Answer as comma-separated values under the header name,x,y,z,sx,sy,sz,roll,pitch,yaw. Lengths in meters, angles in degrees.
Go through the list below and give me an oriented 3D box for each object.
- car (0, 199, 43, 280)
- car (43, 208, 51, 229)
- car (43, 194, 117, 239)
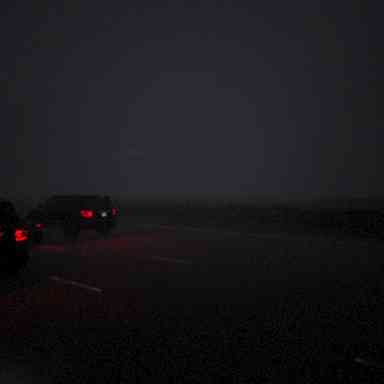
name,x,y,z,sx,sy,sz,roll,pitch,yaw
car,-6.480,1.171,8.606,5.566,2.045,2.150,0,0,35
car,-8.229,1.491,14.149,4.181,1.385,1.994,0,0,35
car,-6.283,1.144,17.062,5.566,2.045,2.150,0,0,35
